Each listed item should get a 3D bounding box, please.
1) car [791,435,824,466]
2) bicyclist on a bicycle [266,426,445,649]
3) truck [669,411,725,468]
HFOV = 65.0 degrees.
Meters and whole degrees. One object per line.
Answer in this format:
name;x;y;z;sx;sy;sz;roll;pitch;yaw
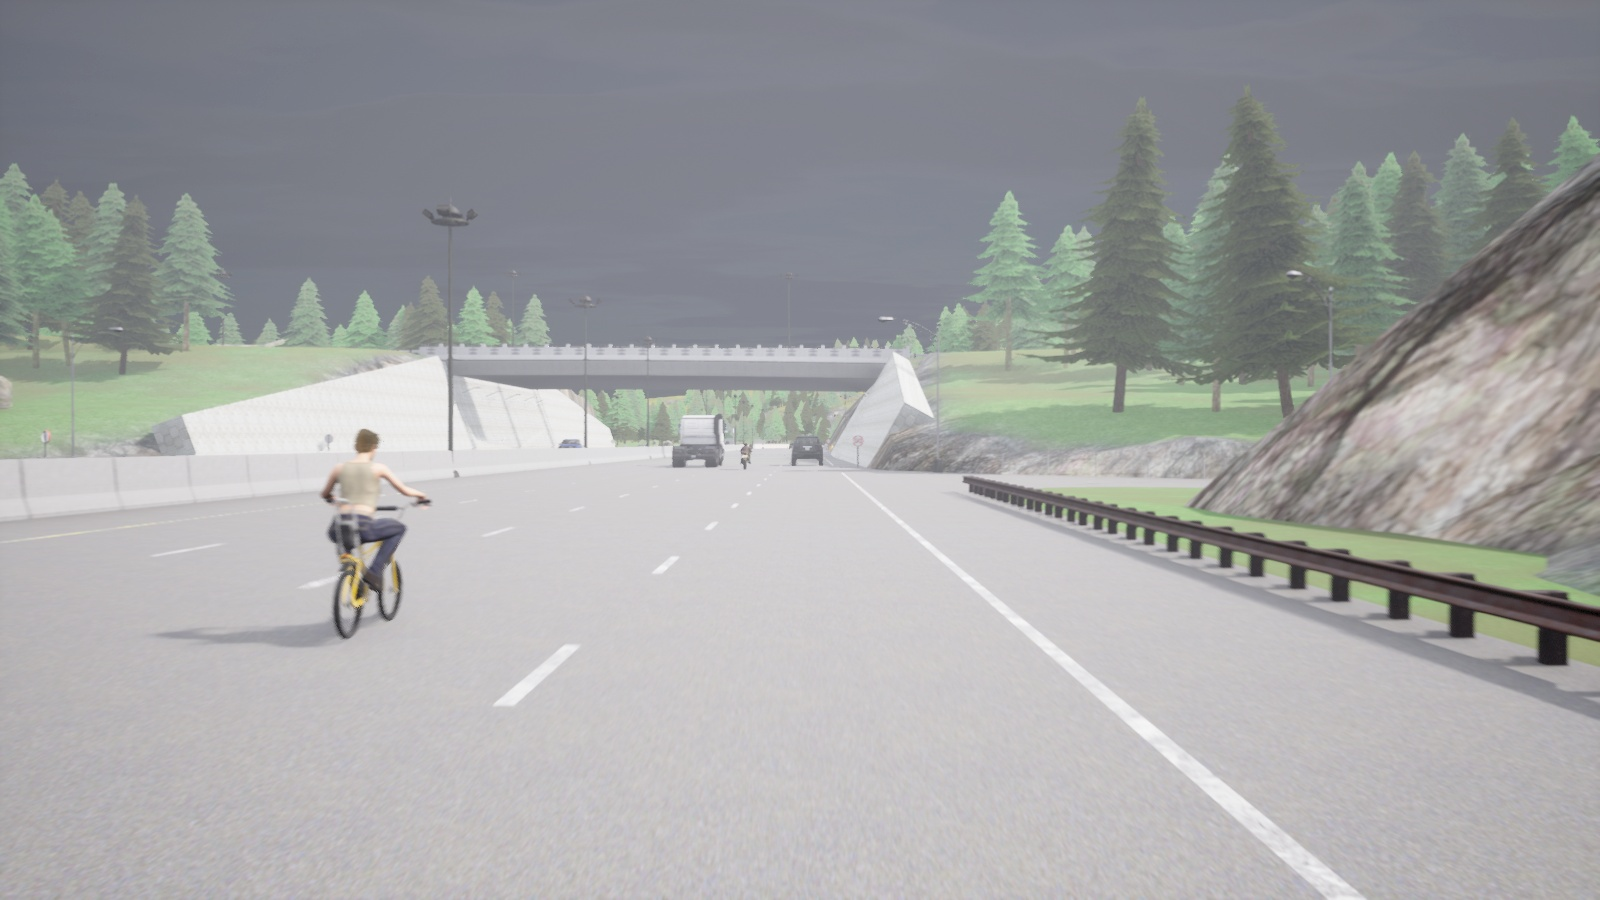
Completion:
car;0.507;0.014;86.367;2.150;2.045;5.566;0;0;0
bicyclist on a bicycle;-3.424;0.629;9.825;0.866;1.612;1.509;0;0;0
truck;-6.524;-0.664;80.625;2.891;3.462;7.936;0;0;0
